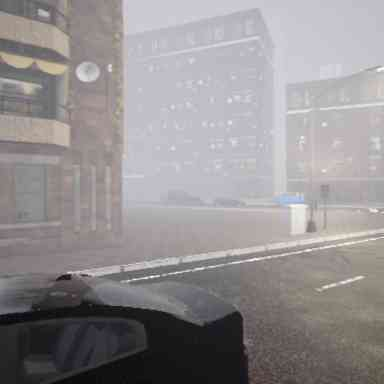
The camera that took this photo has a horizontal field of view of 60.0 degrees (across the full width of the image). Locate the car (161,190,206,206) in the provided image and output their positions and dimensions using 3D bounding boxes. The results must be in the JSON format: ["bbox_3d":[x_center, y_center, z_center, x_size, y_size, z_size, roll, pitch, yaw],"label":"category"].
[{"bbox_3d":[-0.789,0.777,40.665,5.009,1.841,2.192,1,0,23],"label":"car"}]

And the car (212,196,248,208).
[{"bbox_3d":[4.392,1.138,38.469,4.206,1.307,1.802,1,0,23],"label":"car"}]

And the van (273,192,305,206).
[{"bbox_3d":[12.943,0.937,43.954,3.998,1.788,1.690,1,0,23],"label":"van"}]

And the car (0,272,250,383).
[{"bbox_3d":[-1.794,1.475,2.425,5.008,1.535,1.882,0,0,-35],"label":"car"}]

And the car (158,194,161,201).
[{"bbox_3d":[-2.617,0.628,50.536,5.009,1.841,2.192,1,0,23],"label":"car"}]
